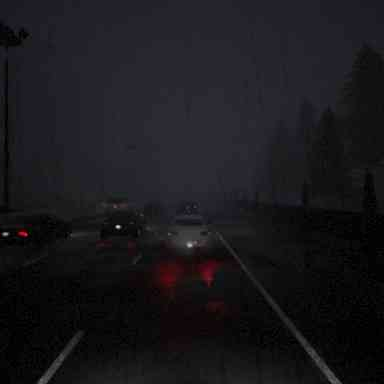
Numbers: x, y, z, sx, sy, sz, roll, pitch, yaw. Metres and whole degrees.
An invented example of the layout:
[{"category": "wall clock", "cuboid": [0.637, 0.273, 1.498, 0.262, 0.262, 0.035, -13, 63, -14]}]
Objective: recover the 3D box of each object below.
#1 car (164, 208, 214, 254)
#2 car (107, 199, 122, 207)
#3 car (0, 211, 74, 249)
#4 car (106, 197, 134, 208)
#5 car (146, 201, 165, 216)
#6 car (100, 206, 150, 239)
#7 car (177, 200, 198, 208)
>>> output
[{"category": "car", "cuboid": [-0.116, 1.622, 13.843, 1.812, 1.442, 4.674, 0, 0, -1]}, {"category": "car", "cuboid": [-15.071, 2.105, 65.012, 1.895, 1.301, 4.718, 0, 0, -1]}, {"category": "car", "cuboid": [-7.133, 1.678, 15.230, 2.033, 1.411, 5.357, 0, 0, -1]}, {"category": "car", "cuboid": [-7.462, 1.487, 34.783, 2.150, 2.045, 5.566, 0, 0, -1]}, {"category": "car", "cuboid": [-3.978, 1.738, 35.733, 1.882, 1.535, 5.008, 0, 0, -1]}, {"category": "car", "cuboid": [-3.686, 1.705, 18.437, 1.994, 1.385, 4.181, 0, 0, -1]}, {"category": "car", "cuboid": [-0.460, 1.592, 34.635, 2.097, 1.767, 4.553, 0, 0, -1]}]
